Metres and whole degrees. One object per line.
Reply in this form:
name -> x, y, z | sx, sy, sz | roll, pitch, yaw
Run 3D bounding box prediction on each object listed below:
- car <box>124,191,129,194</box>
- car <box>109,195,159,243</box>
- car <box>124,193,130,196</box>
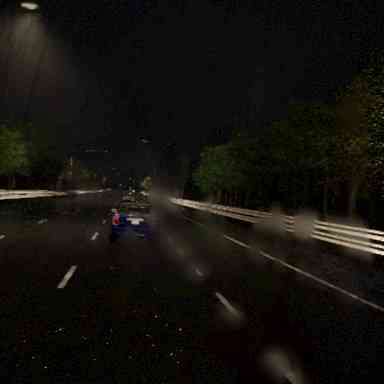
car -> -17.824, 1.148, 91.357 | 1.994, 1.385, 4.181 | 4, -1, -11
car -> -2.779, 1.283, 15.960 | 2.097, 1.767, 4.553 | 4, 0, -11
car -> -10.067, 1.348, 52.439 | 1.895, 1.301, 4.718 | 4, -1, -11
